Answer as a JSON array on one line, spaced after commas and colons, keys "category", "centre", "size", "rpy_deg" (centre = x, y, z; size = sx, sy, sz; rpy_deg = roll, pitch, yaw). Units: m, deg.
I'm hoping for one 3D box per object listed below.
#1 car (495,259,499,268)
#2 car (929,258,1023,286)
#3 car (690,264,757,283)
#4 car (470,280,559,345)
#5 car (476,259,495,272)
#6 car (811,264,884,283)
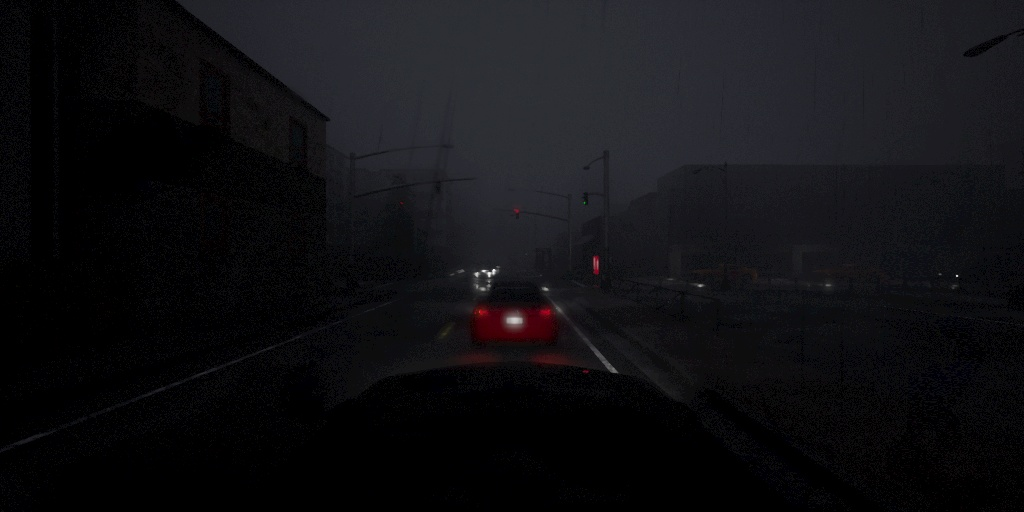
[{"category": "car", "centre": [-3.520, 1.351, 56.377], "size": [1.895, 1.301, 4.718], "rpy_deg": [0, 0, 0]}, {"category": "car", "centre": [38.045, 1.148, 29.531], "size": [5.566, 2.045, 2.150], "rpy_deg": [0, 0, 0]}, {"category": "car", "centre": [17.330, 1.404, 29.529], "size": [5.008, 1.535, 1.882], "rpy_deg": [0, 0, 0]}, {"category": "car", "centre": [0.072, 1.314, 9.472], "size": [1.994, 1.385, 4.181], "rpy_deg": [0, 0, 0]}, {"category": "car", "centre": [-3.543, 1.276, 46.343], "size": [1.812, 1.442, 4.674], "rpy_deg": [0, 0, 0]}, {"category": "car", "centre": [27.555, 1.404, 29.538], "size": [5.008, 1.535, 1.882], "rpy_deg": [0, 0, 0]}]
